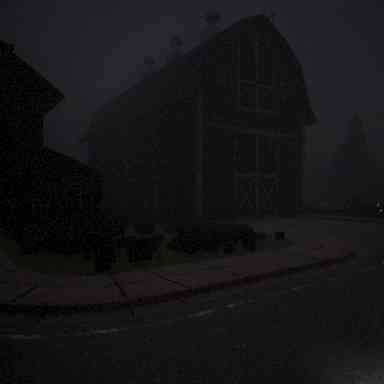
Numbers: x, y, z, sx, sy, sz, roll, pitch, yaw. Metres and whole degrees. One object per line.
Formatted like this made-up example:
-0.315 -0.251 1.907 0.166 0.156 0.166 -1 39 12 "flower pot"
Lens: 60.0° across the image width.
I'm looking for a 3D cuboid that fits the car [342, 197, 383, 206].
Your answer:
18.240 1.363 35.109 2.097 1.767 4.553 0 0 -34 "car"
